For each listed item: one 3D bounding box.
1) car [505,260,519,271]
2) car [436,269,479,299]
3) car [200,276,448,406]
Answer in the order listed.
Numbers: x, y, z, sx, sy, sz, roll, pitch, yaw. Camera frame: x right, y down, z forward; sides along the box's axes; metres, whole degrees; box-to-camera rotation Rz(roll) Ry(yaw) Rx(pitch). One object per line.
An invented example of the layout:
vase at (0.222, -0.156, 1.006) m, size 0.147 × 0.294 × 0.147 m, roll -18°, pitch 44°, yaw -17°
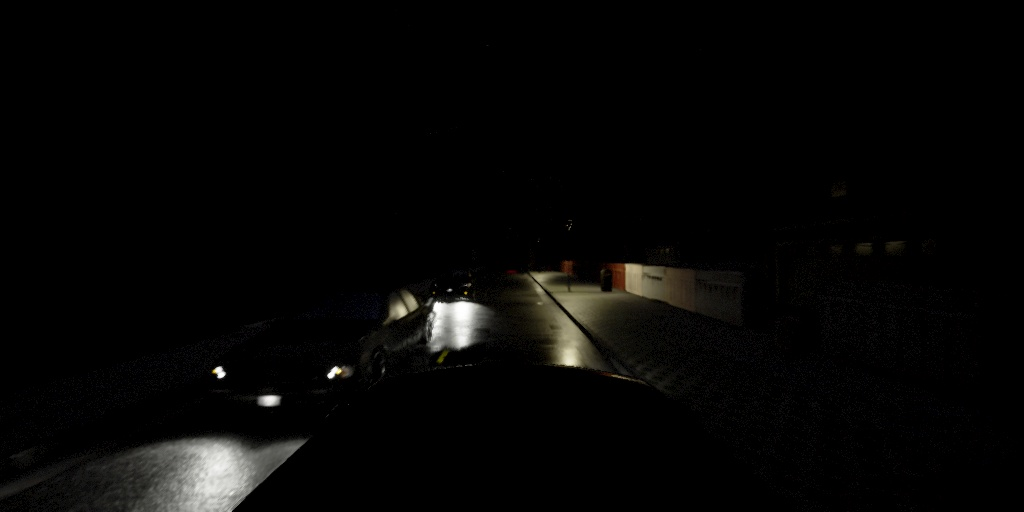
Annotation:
car at (0.005, 1.385, 53.176) m, size 1.837 × 1.490 × 4.892 m, roll 0°, pitch 0°, yaw 0°
car at (-2.749, 1.321, 17.838) m, size 1.994 × 1.385 × 4.181 m, roll 0°, pitch 0°, yaw 0°
car at (-2.806, 1.299, 6.833) m, size 2.033 × 1.411 × 5.357 m, roll 0°, pitch 0°, yaw 0°
